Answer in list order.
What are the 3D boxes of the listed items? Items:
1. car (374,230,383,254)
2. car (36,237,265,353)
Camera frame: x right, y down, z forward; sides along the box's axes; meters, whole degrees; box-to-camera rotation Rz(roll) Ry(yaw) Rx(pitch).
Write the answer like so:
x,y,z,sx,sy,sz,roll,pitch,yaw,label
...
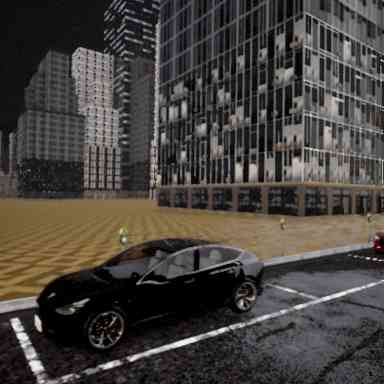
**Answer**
x,y,z,sx,sy,sz,roll,pitch,yaw,label
8.740,1.656,12.789,4.507,1.381,1.887,1,0,-36,car
-0.498,1.590,6.194,4.313,1.339,1.947,1,0,-36,car
